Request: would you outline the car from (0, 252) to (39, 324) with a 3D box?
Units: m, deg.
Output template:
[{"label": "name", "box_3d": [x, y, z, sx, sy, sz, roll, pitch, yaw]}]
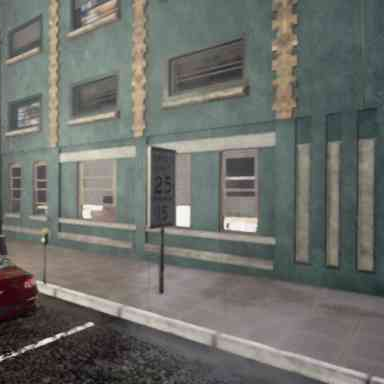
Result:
[{"label": "car", "box_3d": [-4.429, 1.584, 6.027, 4.206, 1.307, 1.802, 0, 0, 36]}]
